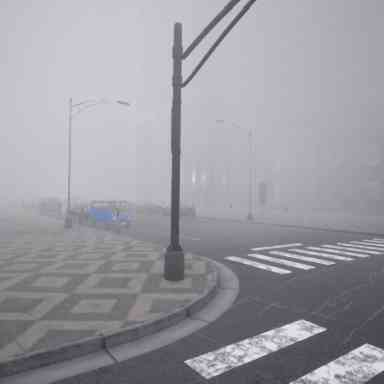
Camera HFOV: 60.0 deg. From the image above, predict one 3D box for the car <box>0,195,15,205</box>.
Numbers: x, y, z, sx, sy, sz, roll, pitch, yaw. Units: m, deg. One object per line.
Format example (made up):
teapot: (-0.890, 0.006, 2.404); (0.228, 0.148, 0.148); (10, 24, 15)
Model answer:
car: (-37.021, 1.730, 66.241); (1.752, 1.417, 4.829); (1, -1, -35)

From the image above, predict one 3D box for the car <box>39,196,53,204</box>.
car: (-33.332, 1.817, 75.807); (1.967, 1.590, 4.097); (1, -1, -35)

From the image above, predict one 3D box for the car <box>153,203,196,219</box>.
car: (-1.427, 1.709, 30.694); (1.887, 1.381, 4.507); (1, -1, -35)

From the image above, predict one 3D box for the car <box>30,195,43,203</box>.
car: (-39.711, 1.736, 84.830); (2.192, 1.841, 5.009); (1, -1, -35)

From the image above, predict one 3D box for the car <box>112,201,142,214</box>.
car: (-7.808, 1.751, 39.716); (1.887, 1.381, 4.507); (1, -1, -35)

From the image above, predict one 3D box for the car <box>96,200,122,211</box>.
car: (-11.096, 1.754, 44.366); (1.752, 1.417, 4.829); (1, -1, -35)

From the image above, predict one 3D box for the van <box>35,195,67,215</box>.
van: (-14.798, 1.397, 34.797); (1.690, 1.788, 3.998); (1, -1, -35)

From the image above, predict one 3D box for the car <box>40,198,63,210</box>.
car: (-19.688, 1.657, 46.521); (1.837, 1.490, 4.892); (1, -1, -35)

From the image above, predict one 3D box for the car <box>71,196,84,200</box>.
car: (-17.380, 1.815, 53.249); (1.887, 1.381, 4.507); (1, -1, -35)

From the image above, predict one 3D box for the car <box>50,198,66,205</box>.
car: (-26.951, 1.885, 66.783); (2.008, 1.369, 4.403); (1, -1, -35)

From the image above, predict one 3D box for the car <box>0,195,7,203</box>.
car: (-43.494, 1.563, 75.406); (2.192, 1.841, 5.009); (1, -1, -35)

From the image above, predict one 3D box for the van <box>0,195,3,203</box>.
van: (-46.683, 1.611, 79.917); (1.690, 1.788, 3.998); (1, -1, -35)

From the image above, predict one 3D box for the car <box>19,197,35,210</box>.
car: (-21.177, 1.680, 43.819); (1.802, 1.307, 4.206); (1, -1, -35)

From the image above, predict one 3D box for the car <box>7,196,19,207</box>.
car: (-27.554, 1.692, 52.843); (2.008, 1.369, 4.403); (1, -1, -35)

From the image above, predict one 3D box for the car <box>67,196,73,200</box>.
car: (-20.568, 1.606, 57.763); (2.192, 1.841, 5.009); (1, -1, -35)

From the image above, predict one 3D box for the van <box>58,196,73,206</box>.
van: (-23.759, 1.654, 62.274); (1.690, 1.788, 3.998); (1, -1, -35)

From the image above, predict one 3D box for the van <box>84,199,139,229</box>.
van: (-5.232, 1.335, 21.262); (1.690, 1.788, 3.998); (1, -1, -35)

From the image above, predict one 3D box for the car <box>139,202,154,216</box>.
car: (-4.618, 1.730, 35.205); (1.887, 1.381, 4.507); (1, -1, -35)

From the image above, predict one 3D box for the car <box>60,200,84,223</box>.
car: (-8.423, 1.559, 25.772); (1.887, 1.381, 4.507); (1, -1, -35)

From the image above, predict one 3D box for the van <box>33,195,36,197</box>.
van: (-36.520, 1.740, 80.318); (1.690, 1.788, 3.998); (1, -1, -35)
